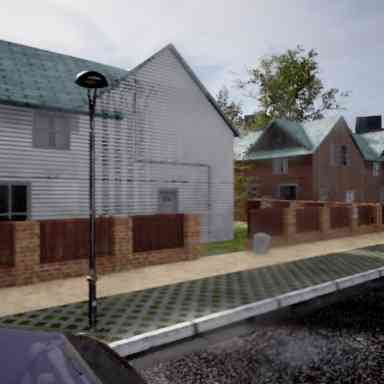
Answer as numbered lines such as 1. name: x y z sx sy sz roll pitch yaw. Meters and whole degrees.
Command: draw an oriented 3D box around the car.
1. car: -2.141 1.566 1.539 4.181 1.385 1.994 0 0 -36
